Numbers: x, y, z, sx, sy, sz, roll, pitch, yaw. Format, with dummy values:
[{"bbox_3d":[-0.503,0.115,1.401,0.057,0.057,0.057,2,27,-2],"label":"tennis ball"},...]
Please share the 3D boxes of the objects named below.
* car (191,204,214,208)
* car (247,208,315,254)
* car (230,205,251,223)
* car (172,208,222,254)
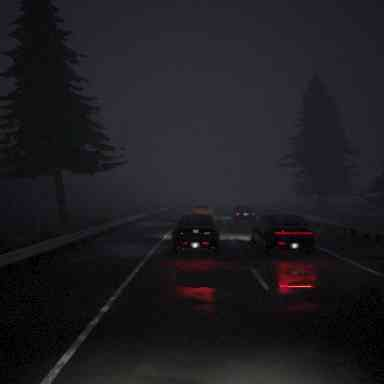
[{"bbox_3d":[0.905,1.757,29.349,1.882,1.535,5.008,0,0,4],"label":"car"},{"bbox_3d":[3.695,1.643,14.130,1.837,1.490,4.892,0,0,2],"label":"car"},{"bbox_3d":[4.363,1.820,28.646,2.033,1.411,5.357,0,-1,4],"label":"car"},{"bbox_3d":[0.197,1.644,14.252,1.837,1.490,4.892,0,0,2],"label":"car"}]
